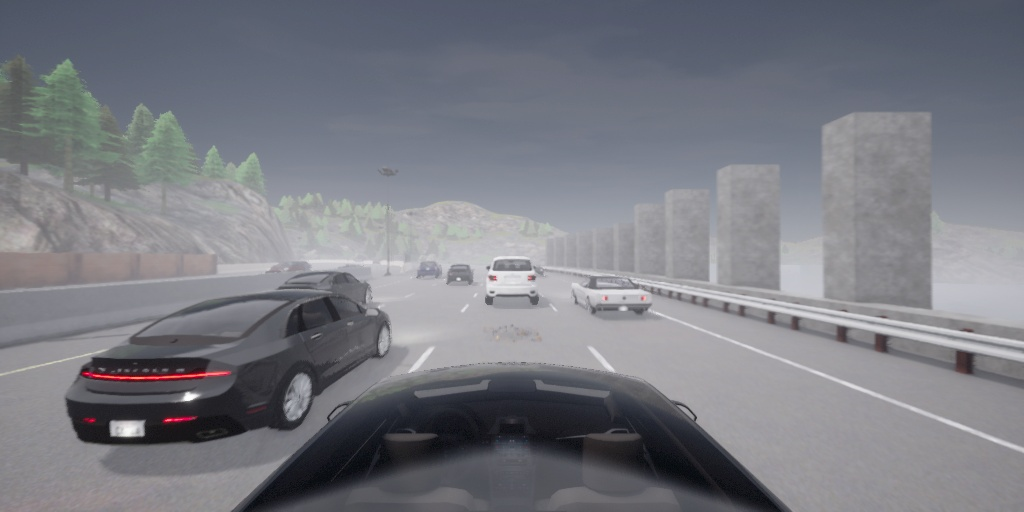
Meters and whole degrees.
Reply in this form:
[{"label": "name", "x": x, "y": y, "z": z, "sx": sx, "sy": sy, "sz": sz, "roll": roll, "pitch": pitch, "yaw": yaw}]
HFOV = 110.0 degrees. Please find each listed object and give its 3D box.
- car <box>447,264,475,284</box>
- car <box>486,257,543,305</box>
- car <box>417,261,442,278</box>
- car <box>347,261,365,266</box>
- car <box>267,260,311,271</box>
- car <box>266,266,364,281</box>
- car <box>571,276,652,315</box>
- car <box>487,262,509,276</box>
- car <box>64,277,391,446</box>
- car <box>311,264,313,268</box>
[{"label": "car", "x": -4.012, "y": 1.387, "z": 28.143, "sx": 1.837, "sy": 1.490, "sz": 4.892, "roll": 1, "pitch": 0, "yaw": -4}, {"label": "car", "x": -0.035, "y": 1.044, "z": 16.816, "sx": 2.150, "sy": 2.045, "sz": 5.566, "roll": 0, "pitch": 0, "yaw": -1}, {"label": "car", "x": -8.325, "y": 1.280, "z": 36.516, "sx": 2.097, "sy": 1.767, "sz": 4.553, "roll": 0, "pitch": 0, "yaw": -7}, {"label": "car", "x": -20.109, "y": 1.588, "z": 44.881, "sx": 1.895, "sy": 1.301, "sz": 4.718, "roll": 0, "pitch": 0, "yaw": -8}, {"label": "car", "x": -22.552, "y": 1.301, "z": 35.980, "sx": 2.097, "sy": 1.767, "sz": 4.553, "roll": 0, "pitch": 0, "yaw": -7}, {"label": "car", "x": -6.990, "y": 1.324, "z": 13.743, "sx": 1.837, "sy": 1.490, "sz": 4.892, "roll": 0, "pitch": 0, "yaw": -1}, {"label": "car", "x": 3.539, "y": 1.402, "z": 13.717, "sx": 1.895, "sy": 1.301, "sz": 4.718, "roll": 0, "pitch": 0, "yaw": -1}, {"label": "car", "x": -1.768, "y": 1.494, "z": 42.773, "sx": 2.033, "sy": 1.411, "sz": 5.357, "roll": 0, "pitch": 0, "yaw": -9}, {"label": "car", "x": -3.419, "y": 1.280, "z": 5.599, "sx": 1.837, "sy": 1.490, "sz": 4.892, "roll": 0, "pitch": 0, "yaw": 0}, {"label": "car", "x": -27.441, "y": 1.357, "z": 45.856, "sx": 2.097, "sy": 1.767, "sz": 4.553, "roll": 0, "pitch": 0, "yaw": -9}]
